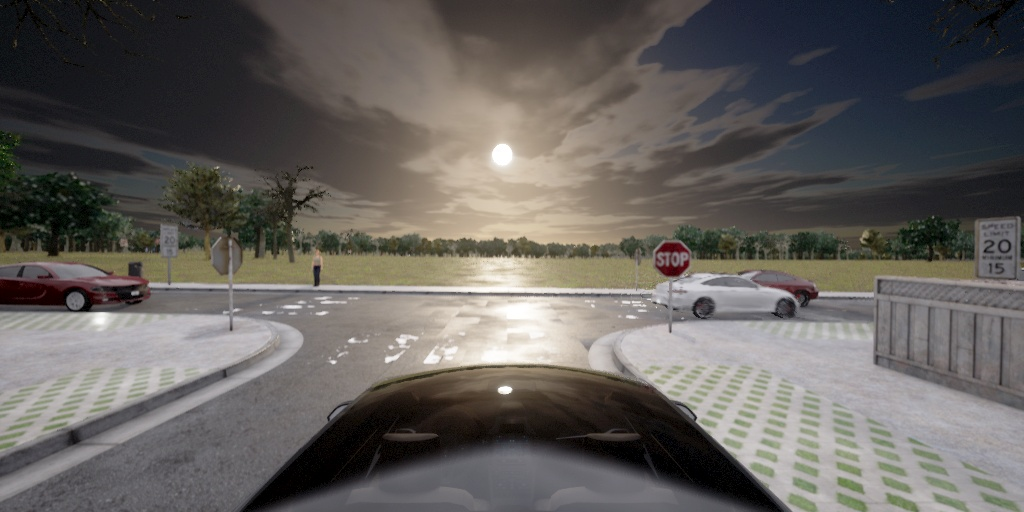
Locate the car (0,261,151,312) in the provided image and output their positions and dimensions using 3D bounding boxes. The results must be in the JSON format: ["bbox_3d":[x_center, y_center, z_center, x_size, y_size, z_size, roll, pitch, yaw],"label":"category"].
[{"bbox_3d":[-15.098,0.936,11.969,5.008,1.535,1.882,1,1,-1],"label":"car"}]

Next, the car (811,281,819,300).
[{"bbox_3d":[10.274,1.309,15.179,4.674,1.442,1.812,1,1,-1],"label":"car"}]

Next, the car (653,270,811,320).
[{"bbox_3d":[7.263,1.305,12.365,4.674,1.442,1.812,1,0,-7],"label":"car"}]

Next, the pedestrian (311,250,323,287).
[{"bbox_3d":[-9.754,0.603,17.883,0.375,1.860,0.375,0,0,-1],"label":"pedestrian"}]

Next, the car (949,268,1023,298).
[{"bbox_3d":[21.601,1.293,15.288,4.553,1.767,2.097,1,1,-1],"label":"car"}]
